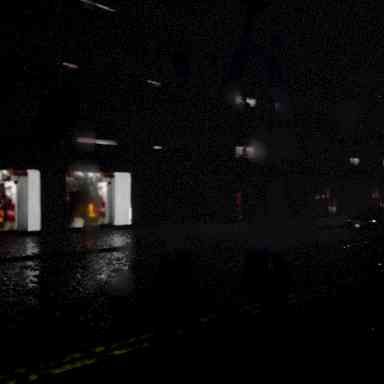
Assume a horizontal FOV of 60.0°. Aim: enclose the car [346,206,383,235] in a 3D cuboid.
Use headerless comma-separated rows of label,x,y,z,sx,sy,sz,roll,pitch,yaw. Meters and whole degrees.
car,10.961,1.569,19.491,4.902,1.511,2.128,0,0,-36
